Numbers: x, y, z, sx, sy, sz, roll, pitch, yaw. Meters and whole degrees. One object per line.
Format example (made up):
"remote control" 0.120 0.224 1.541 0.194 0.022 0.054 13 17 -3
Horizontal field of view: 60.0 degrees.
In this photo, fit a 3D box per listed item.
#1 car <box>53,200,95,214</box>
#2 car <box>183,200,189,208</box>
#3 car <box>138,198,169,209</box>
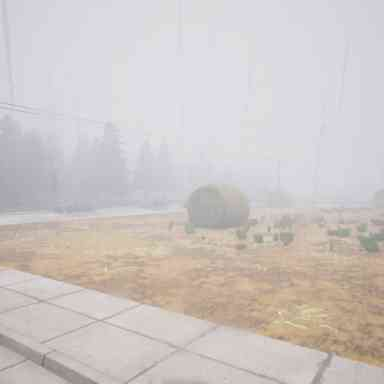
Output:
"car" -12.439 1.591 35.295 1.994 1.385 4.181 0 0 36
"car" 0.606 1.589 46.681 1.994 1.385 4.181 0 0 37
"car" -5.128 1.531 45.132 1.837 1.490 4.892 0 0 36
